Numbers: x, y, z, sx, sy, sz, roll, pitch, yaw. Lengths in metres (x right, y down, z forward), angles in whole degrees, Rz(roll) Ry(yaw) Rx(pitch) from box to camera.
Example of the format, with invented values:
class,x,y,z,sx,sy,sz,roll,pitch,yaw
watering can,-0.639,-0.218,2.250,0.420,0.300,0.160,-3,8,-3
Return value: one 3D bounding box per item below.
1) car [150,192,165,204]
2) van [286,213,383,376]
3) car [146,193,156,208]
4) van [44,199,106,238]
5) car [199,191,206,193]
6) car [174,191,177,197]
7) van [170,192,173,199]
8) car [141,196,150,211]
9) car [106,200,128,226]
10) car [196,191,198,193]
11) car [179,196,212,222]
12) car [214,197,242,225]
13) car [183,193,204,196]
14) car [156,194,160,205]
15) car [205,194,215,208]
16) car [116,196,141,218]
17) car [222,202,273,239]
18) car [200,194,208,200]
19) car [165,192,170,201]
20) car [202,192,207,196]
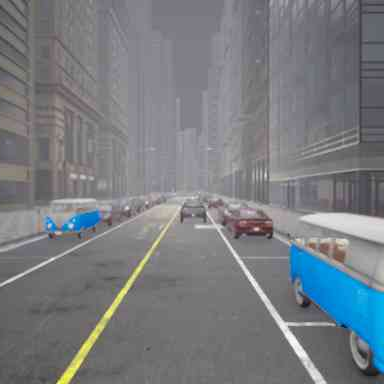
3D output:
class,x,y,z,sx,sy,sz,roll,pitch,yaw
car,-5.765,0.987,50.044,2.192,1.841,5.009,0,0,0
van,2.766,1.306,5.240,1.690,1.788,3.998,0,0,0
car,-5.764,1.184,38.841,1.967,1.590,4.097,0,0,0
van,-5.761,1.232,16.435,1.690,1.788,3.998,0,0,0
car,2.757,1.116,66.864,2.008,1.369,4.403,0,0,0
car,-5.771,0.873,89.256,1.967,1.590,4.097,0,0,0
van,-5.768,0.873,72.450,1.690,1.788,3.998,0,0,0
car,-5.764,1.347,33.241,1.947,1.339,4.313,0,0,0
car,-5.763,1.436,22.037,1.802,1.307,4.206,0,0,0
car,2.756,0.780,83.669,2.192,1.841,5.009,0,0,0
car,0.095,1.329,24.611,2.128,1.511,4.902,0,0,0
car,2.763,1.294,22.048,1.967,1.590,4.097,0,0,0
car,0.096,1.216,41.922,2.128,1.511,4.902,0,0,0
car,-5.765,1.274,44.443,1.947,1.339,4.313,0,0,0
car,2.761,1.289,38.854,1.887,1.381,4.507,0,0,0
car,-5.763,1.258,27.638,1.967,1.590,4.097,0,0,0
car,2.763,1.436,16.447,1.887,1.381,4.507,0,0,0
car,2.756,1.080,78.068,1.802,1.307,4.206,0,0,0
car,-5.766,0.916,61.247,2.192,1.841,5.009,0,0,0
car,2.759,1.201,55.661,1.947,1.339,4.313,0,0,0
